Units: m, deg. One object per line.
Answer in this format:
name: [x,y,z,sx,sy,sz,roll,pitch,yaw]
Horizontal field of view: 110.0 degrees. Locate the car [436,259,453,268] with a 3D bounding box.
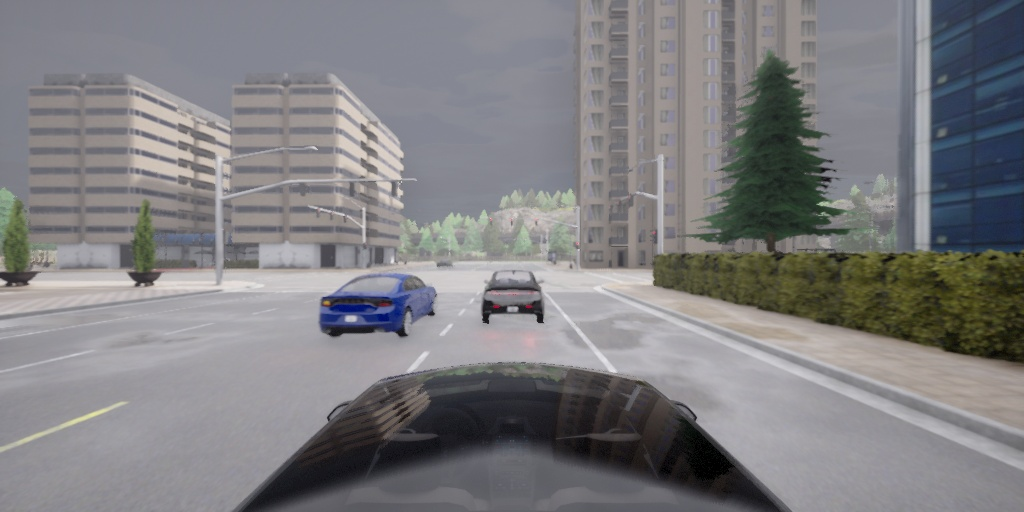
car: [-10.493,1.182,55.785,1.895,1.301,4.718,0,0,0]

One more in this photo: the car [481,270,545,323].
car: [0.056,1.207,11.967,2.128,1.511,4.902,0,0,1]

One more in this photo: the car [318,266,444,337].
car: [-3.449,1.201,10.212,1.882,1.535,5.008,0,0,1]
